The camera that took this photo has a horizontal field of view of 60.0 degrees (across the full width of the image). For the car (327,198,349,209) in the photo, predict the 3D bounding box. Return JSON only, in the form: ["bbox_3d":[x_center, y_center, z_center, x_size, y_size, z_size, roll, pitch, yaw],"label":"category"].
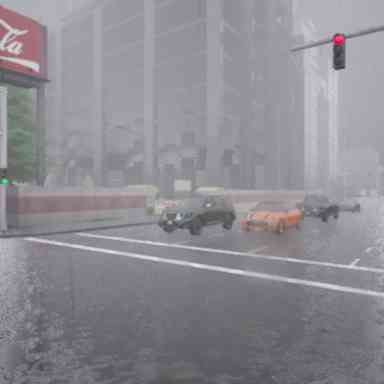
[{"bbox_3d":[20.619,1.593,46.973,1.895,1.301,4.718,0,0,36],"label":"car"}]

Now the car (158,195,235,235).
[{"bbox_3d":[0.474,1.214,19.220,2.150,2.045,5.566,0,0,36],"label":"car"}]

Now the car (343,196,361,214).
[{"bbox_3d":[16.900,1.521,35.966,1.812,1.442,4.674,0,0,36],"label":"car"}]

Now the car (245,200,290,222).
[{"bbox_3d":[6.259,1.497,27.233,1.837,1.490,4.892,0,0,36],"label":"car"}]

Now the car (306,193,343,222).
[{"bbox_3d":[10.134,1.216,26.616,2.150,2.045,5.566,0,0,36],"label":"car"}]

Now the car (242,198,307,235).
[{"bbox_3d":[4.642,1.347,19.012,2.097,1.767,4.553,0,0,36],"label":"car"}]

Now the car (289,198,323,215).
[{"bbox_3d":[12.261,1.484,35.535,2.128,1.511,4.902,0,0,36],"label":"car"}]
